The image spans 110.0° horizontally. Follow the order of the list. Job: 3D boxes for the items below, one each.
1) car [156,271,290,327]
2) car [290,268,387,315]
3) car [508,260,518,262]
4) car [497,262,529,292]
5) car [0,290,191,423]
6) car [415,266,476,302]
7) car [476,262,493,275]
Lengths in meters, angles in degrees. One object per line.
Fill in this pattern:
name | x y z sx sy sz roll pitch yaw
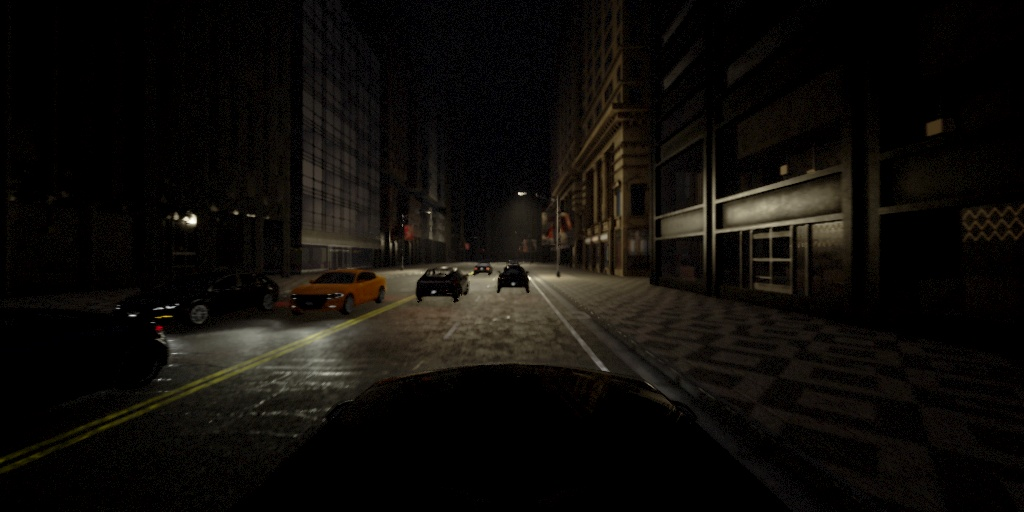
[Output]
car | -9.774 1.274 11.681 1.837 1.490 4.892 0 0 1
car | -6.496 1.254 13.971 1.882 1.535 5.008 0 0 0
car | 0.119 1.346 49.795 2.128 1.511 4.902 0 0 0
car | 0.080 1.318 21.686 1.812 1.442 4.674 0 0 0
car | -6.581 1.319 4.080 1.994 1.385 4.181 0 0 1
car | -3.197 1.276 17.159 2.128 1.511 4.902 0 0 1
car | -3.138 1.379 39.790 2.033 1.411 5.357 0 0 0
